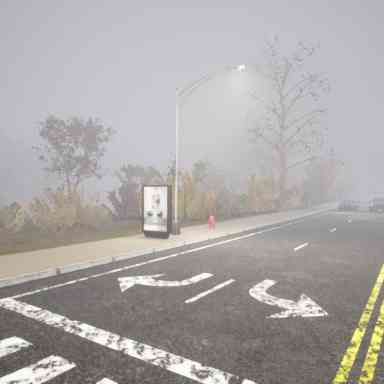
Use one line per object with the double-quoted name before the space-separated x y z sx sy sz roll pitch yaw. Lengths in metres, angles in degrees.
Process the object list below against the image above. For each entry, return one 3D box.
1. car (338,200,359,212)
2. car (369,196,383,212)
"car" 18.724 1.602 39.670 1.994 1.385 4.181 0 0 31
"car" 21.539 1.393 38.046 2.097 1.767 4.553 0 0 31
